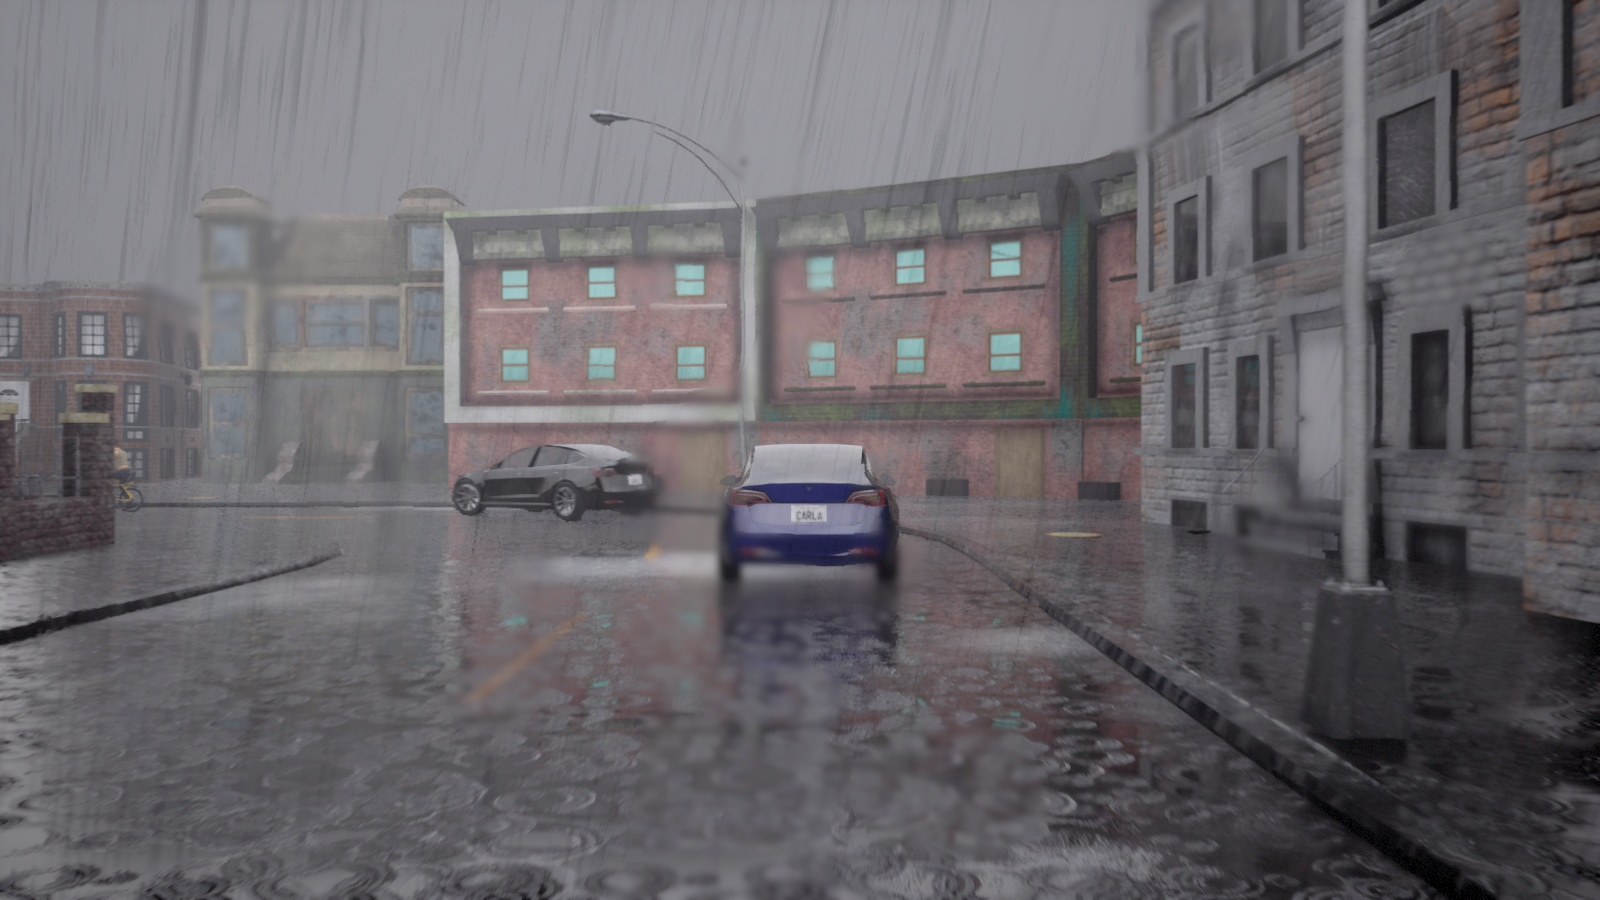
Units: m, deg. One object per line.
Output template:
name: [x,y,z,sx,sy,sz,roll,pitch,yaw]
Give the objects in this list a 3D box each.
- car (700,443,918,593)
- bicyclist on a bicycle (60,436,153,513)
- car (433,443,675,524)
car: [0.097,0.663,14.907,2.163,1.488,4.792,0,0,0]
bicyclist on a bicycle: [-14.957,0.518,27.112,1.509,1.612,0.866,0,0,1]
car: [-5.037,0.601,25.411,4.792,1.488,2.163,0,0,38]
